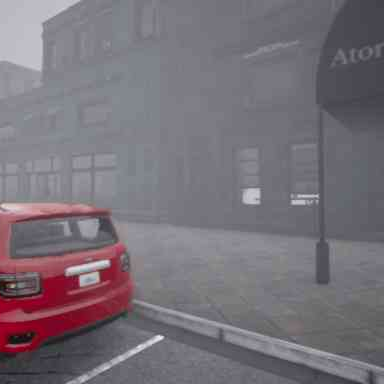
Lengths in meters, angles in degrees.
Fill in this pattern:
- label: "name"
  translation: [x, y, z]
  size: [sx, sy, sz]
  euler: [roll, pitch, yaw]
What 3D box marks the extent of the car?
- label: "car"
  translation: [-3.496, 1.191, 5.810]
  size: [5.566, 2.045, 2.435]
  euler: [0, 0, 36]
